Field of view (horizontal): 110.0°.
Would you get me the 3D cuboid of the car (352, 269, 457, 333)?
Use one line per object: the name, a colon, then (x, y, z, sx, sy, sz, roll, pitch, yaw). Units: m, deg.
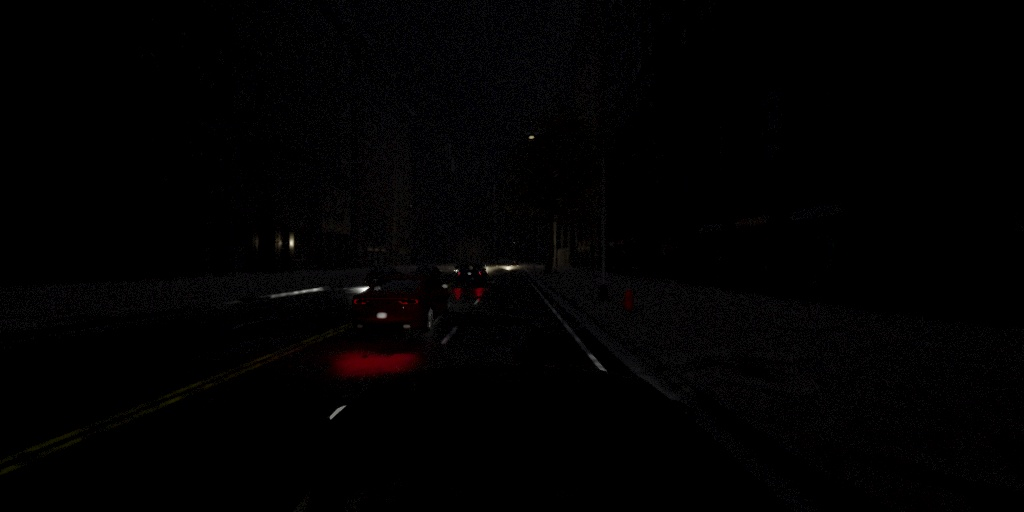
car: (-3.159, 1.320, 11.189, 1.882, 1.535, 5.008, 0, -1, 0)

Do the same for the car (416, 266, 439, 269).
car: (-6.607, 1.510, 27.658, 1.837, 1.490, 4.892, 0, -1, 0)

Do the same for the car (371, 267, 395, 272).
car: (-9.856, 1.572, 27.876, 1.994, 1.385, 4.181, 0, -1, 0)

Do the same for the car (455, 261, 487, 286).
car: (-3.162, 1.368, 28.796, 2.097, 1.767, 4.553, 0, -1, 0)
